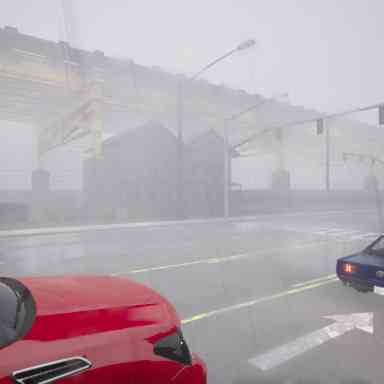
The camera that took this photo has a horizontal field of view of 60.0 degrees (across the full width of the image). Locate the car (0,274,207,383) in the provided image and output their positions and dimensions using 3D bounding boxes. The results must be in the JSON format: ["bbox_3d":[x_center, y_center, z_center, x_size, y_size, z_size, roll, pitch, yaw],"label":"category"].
[{"bbox_3d":[-2.526,1.221,1.943,5.566,2.045,2.150,0,0,-36],"label":"car"}]

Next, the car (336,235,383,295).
[{"bbox_3d":[5.427,1.601,7.616,4.718,1.301,1.895,0,0,-35],"label":"car"}]
